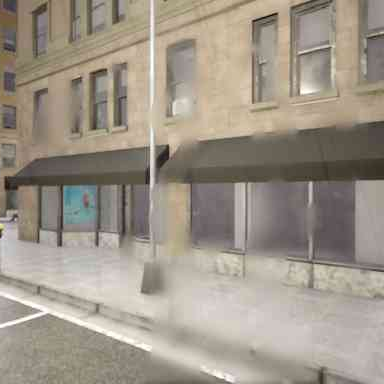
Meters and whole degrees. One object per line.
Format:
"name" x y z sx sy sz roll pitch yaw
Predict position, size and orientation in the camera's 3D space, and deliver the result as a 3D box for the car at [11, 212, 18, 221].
"car" -11.120 1.626 26.093 2.033 1.411 5.357 0 0 36
